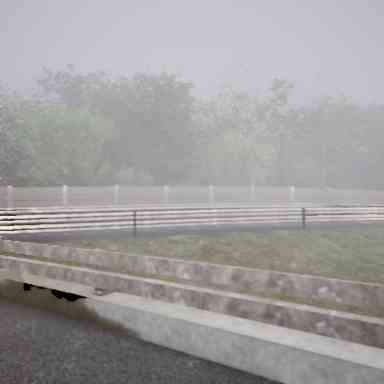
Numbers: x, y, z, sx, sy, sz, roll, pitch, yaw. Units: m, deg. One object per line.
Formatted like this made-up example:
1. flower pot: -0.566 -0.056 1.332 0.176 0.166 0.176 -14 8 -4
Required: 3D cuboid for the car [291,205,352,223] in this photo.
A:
1. car: 10.588 1.716 27.409 4.718 1.301 1.895 1 -1 -17
